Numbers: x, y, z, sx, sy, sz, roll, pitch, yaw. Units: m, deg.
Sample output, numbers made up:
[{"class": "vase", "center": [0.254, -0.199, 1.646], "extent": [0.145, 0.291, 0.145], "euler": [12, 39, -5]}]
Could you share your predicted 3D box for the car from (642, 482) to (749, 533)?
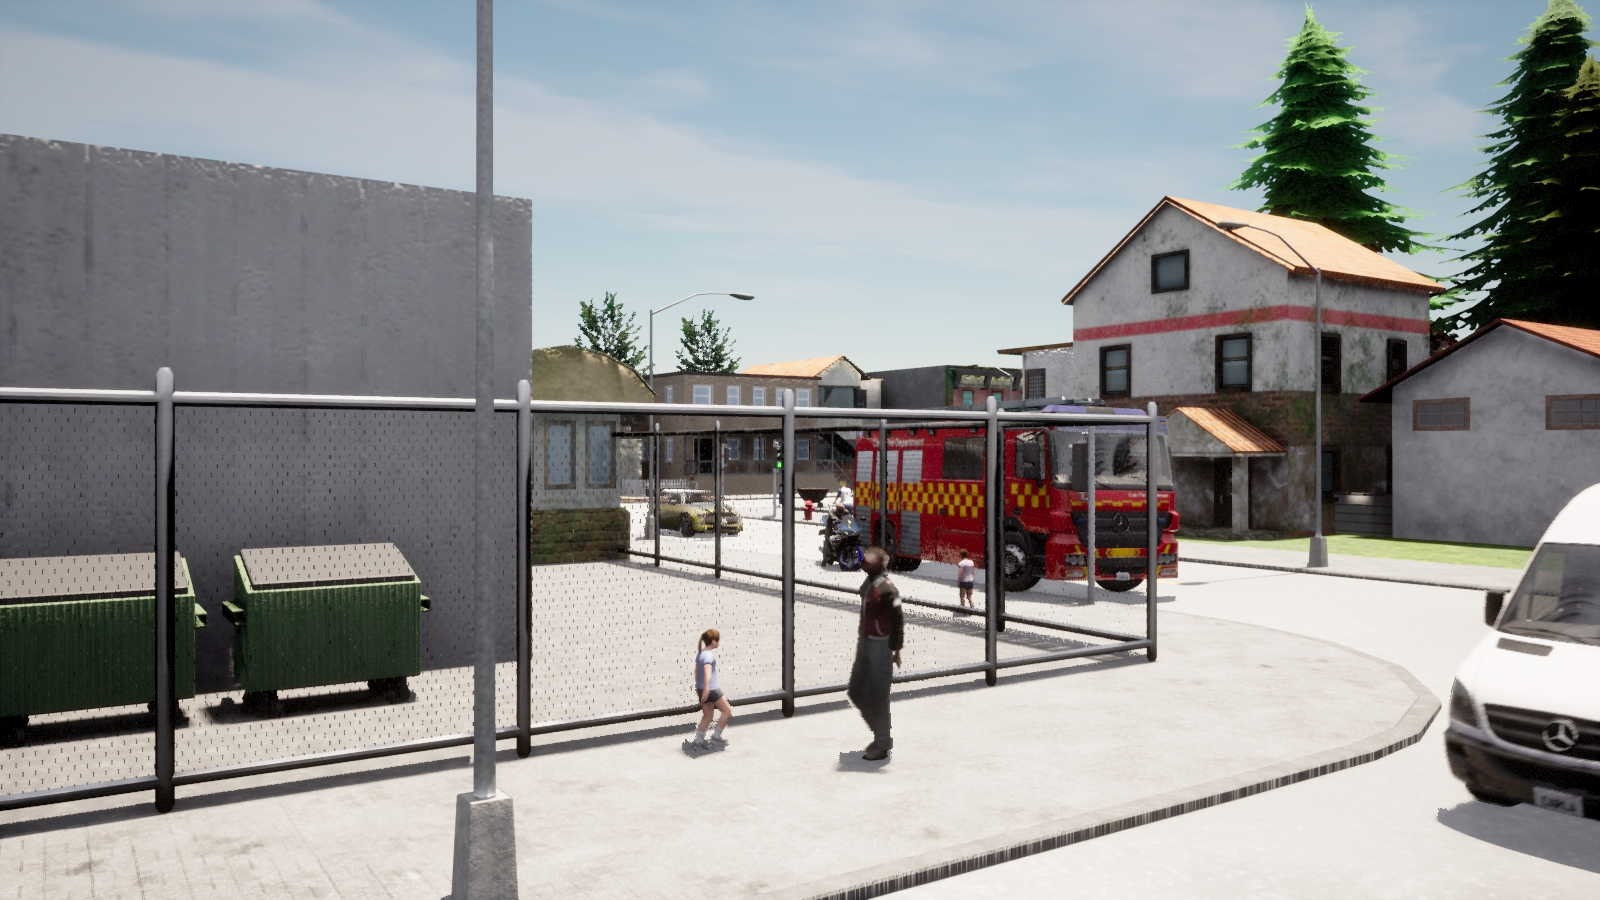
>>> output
[{"class": "car", "center": [-3.493, 1.845, 37.770], "extent": [1.970, 1.475, 3.806], "euler": [0, 0, -33]}]

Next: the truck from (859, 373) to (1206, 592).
[{"class": "truck", "center": [4.476, 0.646, 24.440], "extent": [2.891, 3.827, 8.468], "euler": [2, -1, -23]}]

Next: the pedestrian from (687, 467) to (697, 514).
[{"class": "pedestrian", "center": [-4.364, 1.628, 46.127], "extent": [0.375, 1.860, 0.375], "euler": [0, 0, -9]}]

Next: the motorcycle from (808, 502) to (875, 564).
[{"class": "motorcycle", "center": [0.923, 1.872, 26.186], "extent": [0.867, 1.251, 2.209], "euler": [0, 0, -17]}]

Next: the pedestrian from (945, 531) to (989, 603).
[{"class": "pedestrian", "center": [2.721, 1.895, 18.644], "extent": [0.500, 1.100, 0.500], "euler": [0, 0, -31]}]

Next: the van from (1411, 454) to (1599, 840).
[{"class": "van", "center": [7.653, 1.314, 9.465], "extent": [5.915, 2.561, 1.988], "euler": [0, 0, -33]}]

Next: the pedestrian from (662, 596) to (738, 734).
[{"class": "pedestrian", "center": [-0.897, 1.896, 10.201], "extent": [0.500, 1.100, 0.500], "euler": [0, 0, -34]}]

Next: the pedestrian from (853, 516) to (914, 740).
[{"class": "pedestrian", "center": [0.723, 1.517, 9.899], "extent": [0.375, 1.860, 0.375], "euler": [0, 0, -32]}]
